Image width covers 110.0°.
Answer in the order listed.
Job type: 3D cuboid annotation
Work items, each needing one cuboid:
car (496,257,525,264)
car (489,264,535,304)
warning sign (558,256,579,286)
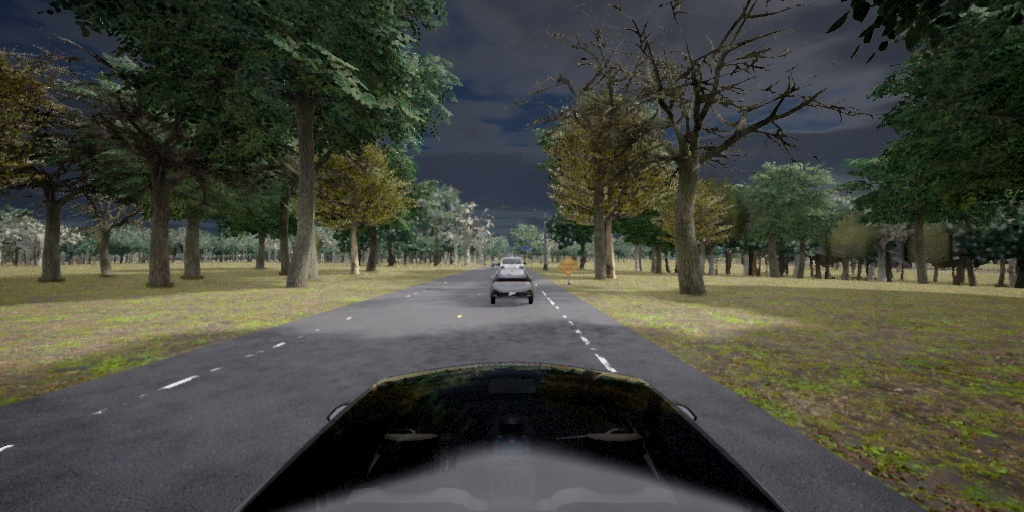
[{"bbox_3d":[0.000,1.128,31.538,2.150,2.045,5.566,0,0,0],"label":"car"},{"bbox_3d":[0.000,1.282,16.504,2.128,1.511,4.902,0,0,0],"label":"car"},{"bbox_3d":[3.550,0.928,22.414,1.300,1.860,1.060,0,0,0],"label":"warning sign"}]
